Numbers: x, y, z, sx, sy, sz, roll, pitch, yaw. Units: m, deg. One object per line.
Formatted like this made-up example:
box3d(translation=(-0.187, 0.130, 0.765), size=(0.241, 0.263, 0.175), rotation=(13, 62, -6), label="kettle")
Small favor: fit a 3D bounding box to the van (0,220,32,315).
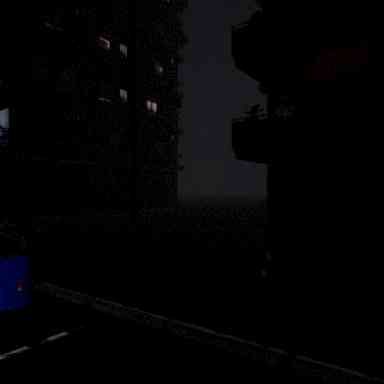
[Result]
box3d(translation=(-4.696, 1.342, 6.229), size=(3.998, 1.788, 1.690), rotation=(0, 0, 36), label="van")
